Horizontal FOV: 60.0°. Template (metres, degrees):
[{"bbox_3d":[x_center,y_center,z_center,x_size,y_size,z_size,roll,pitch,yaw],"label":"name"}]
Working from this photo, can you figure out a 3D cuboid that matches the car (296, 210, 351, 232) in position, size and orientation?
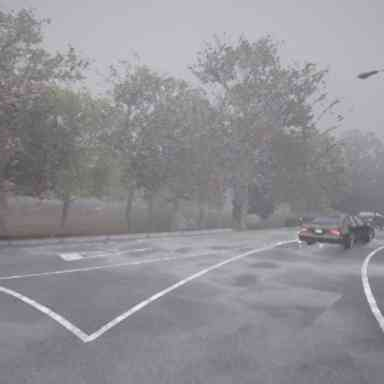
[{"bbox_3d":[9.266,1.972,23.220,1.895,1.301,4.718,0,-2,44],"label":"car"}]

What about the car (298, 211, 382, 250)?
[{"bbox_3d":[6.632,1.657,14.955,2.033,1.411,5.357,0,-1,41],"label":"car"}]

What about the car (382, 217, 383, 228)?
[{"bbox_3d":[16.045,2.484,30.239,1.812,1.442,4.674,0,-4,44],"label":"car"}]
